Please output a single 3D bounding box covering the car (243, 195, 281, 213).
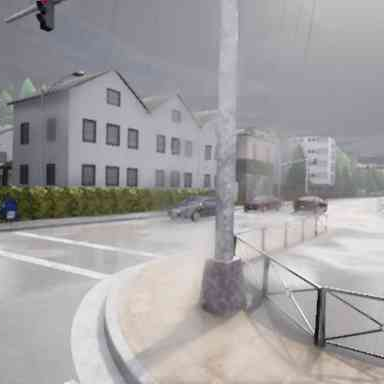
[{"bbox_3d":[6.337,1.000,29.696,1.882,1.535,5.008,2,1,35],"label":"car"}]

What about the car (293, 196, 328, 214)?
[{"bbox_3d":[10.564,1.085,29.447,1.882,1.535,5.008,2,1,35],"label":"car"}]

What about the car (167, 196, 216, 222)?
[{"bbox_3d":[0.414,1.014,21.339,2.128,1.511,4.902,2,1,35],"label":"car"}]
